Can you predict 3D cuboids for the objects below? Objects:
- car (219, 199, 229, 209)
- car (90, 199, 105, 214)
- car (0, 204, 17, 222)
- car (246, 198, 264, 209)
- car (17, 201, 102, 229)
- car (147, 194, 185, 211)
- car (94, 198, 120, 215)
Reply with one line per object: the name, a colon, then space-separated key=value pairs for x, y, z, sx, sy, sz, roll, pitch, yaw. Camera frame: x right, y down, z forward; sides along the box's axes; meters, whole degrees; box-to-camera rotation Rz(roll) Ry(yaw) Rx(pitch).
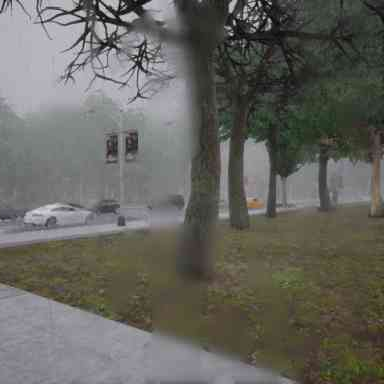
car: x=4.175 y=1.667 z=45.664 sx=1.895 sy=1.301 sz=4.718 roll=0 pitch=0 yaw=36
car: x=-9.630 y=1.532 z=26.323 sx=1.837 sy=1.490 sz=4.892 roll=0 pitch=0 yaw=36
car: x=-14.976 y=1.564 z=24.776 sx=2.033 sy=1.411 sz=5.357 roll=0 pitch=0 yaw=35
car: x=8.190 y=1.553 z=45.775 sx=1.882 sy=1.535 sz=5.008 roll=0 pitch=0 yaw=36
car: x=-8.646 y=1.552 z=22.107 sx=1.812 sy=1.442 sz=4.674 roll=0 pitch=0 yaw=36
car: x=-3.121 y=1.270 z=41.374 sx=2.150 sy=2.045 sz=5.566 roll=0 pitch=0 yaw=35
car: x=-9.234 y=1.383 z=32.813 sx=2.097 sy=1.767 sz=4.553 roll=0 pitch=0 yaw=35
